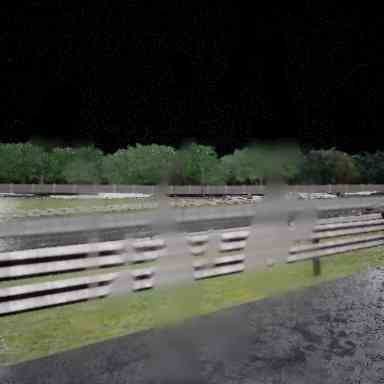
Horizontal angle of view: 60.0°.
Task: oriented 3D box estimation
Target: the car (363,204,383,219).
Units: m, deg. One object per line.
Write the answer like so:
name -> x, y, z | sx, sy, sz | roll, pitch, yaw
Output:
car -> 20.544, 2.054, 35.626 | 4.892, 1.490, 1.837 | -2, 1, -25
